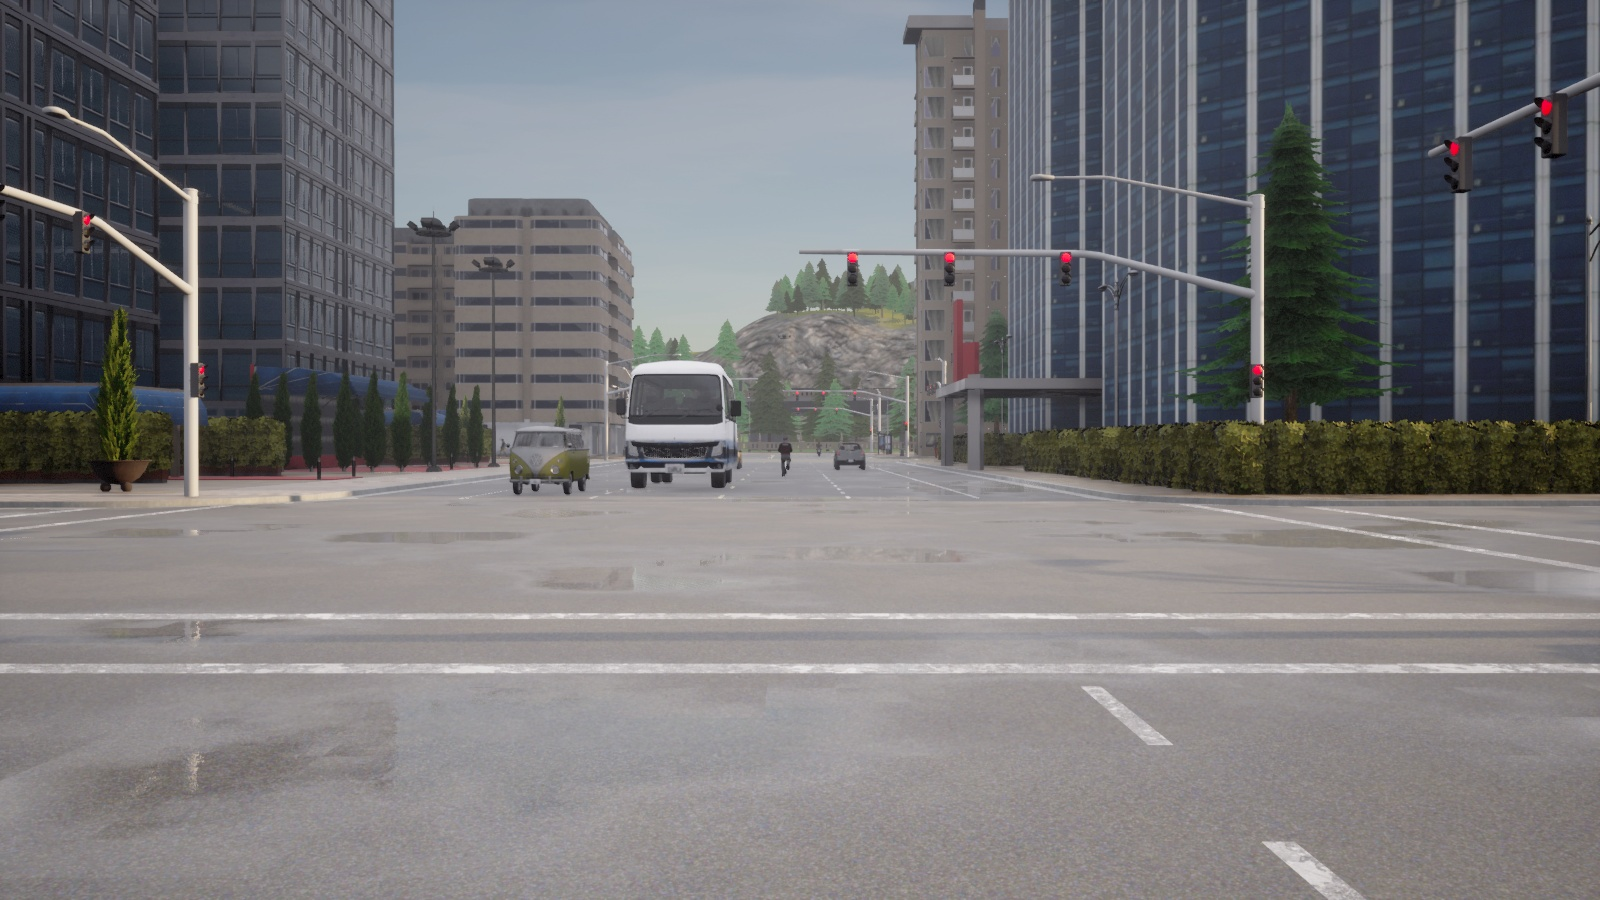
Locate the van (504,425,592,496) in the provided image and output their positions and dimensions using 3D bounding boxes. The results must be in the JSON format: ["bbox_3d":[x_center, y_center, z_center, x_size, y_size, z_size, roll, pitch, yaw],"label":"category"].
[{"bbox_3d":[-7.467,0.283,37.582,1.775,1.987,4.442,0,0,-1],"label":"van"}]

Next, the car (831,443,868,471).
[{"bbox_3d":[2.736,0.366,70.159,1.845,1.501,3.633,0,0,-1],"label":"car"}]

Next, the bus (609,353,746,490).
[{"bbox_3d":[-4.032,-0.883,44.311,3.944,4.253,10.273,0,0,-1],"label":"bus"}]
